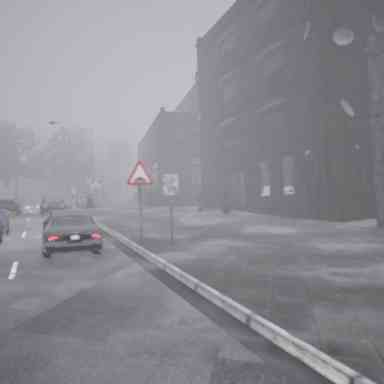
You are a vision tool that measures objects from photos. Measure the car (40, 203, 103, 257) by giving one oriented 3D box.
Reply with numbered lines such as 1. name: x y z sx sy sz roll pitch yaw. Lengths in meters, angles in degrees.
1. car: -4.515 1.366 12.267 2.033 1.411 5.357 0 1 -24

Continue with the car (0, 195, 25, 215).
1. car: -14.617 0.993 26.524 1.837 1.490 4.892 -1 2 -24

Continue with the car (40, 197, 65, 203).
1. car: -11.388 1.079 27.239 1.895 1.301 4.718 0 2 -24

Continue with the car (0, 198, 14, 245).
1. car: -8.816 1.263 13.911 1.882 1.535 5.008 0 2 -24
